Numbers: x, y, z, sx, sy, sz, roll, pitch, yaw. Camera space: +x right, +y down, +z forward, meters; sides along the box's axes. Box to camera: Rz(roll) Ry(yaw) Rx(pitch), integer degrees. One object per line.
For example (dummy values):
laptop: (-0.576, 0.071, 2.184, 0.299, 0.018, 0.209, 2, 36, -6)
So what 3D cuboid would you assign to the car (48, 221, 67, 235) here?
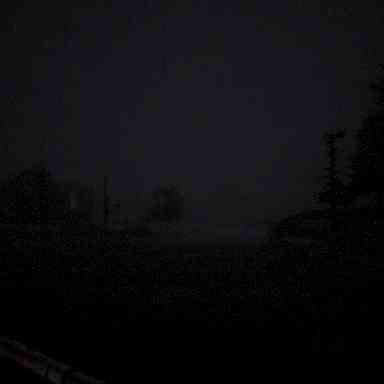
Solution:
car: (-21.662, 5.391, 48.403, 5.366, 1.575, 1.946, -1, -6, 5)

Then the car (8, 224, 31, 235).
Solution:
car: (-23.974, 4.842, 42.903, 4.674, 1.452, 2.002, 0, -6, 4)

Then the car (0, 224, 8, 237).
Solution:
car: (-19.153, 3.472, 29.483, 1.882, 1.535, 5.008, -1, -6, 8)

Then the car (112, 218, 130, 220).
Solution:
car: (-19.359, 8.699, 89.607, 2.185, 1.767, 4.553, -1, 0, 10)

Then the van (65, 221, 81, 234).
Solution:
van: (-20.104, 5.462, 51.143, 4.442, 1.987, 1.878, -1, -6, 5)

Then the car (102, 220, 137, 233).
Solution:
car: (-13.977, 6.909, 64.823, 5.566, 2.045, 2.435, -1, -6, 5)

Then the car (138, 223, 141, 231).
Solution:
car: (-12.703, 7.494, 67.529, 4.674, 1.452, 2.002, -1, -6, 4)

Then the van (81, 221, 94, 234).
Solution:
van: (-18.850, 5.757, 53.884, 4.442, 1.987, 1.878, -1, -6, 5)

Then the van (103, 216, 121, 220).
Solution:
van: (-21.946, 8.603, 91.272, 1.878, 1.987, 4.442, -1, 0, 10)

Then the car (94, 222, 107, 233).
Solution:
car: (-17.705, 6.277, 56.594, 4.892, 1.521, 2.231, -1, -6, 5)

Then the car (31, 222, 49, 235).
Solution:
car: (-22.734, 5.138, 45.650, 4.674, 1.452, 2.002, -1, -6, 4)
